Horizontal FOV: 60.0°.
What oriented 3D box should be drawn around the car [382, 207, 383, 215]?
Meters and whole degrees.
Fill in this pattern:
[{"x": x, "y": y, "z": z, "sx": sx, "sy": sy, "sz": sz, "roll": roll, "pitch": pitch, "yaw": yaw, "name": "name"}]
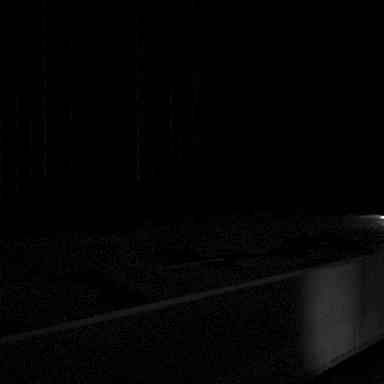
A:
[{"x": 19.439, "y": 1.432, "z": 30.751, "sx": 4.674, "sy": 1.442, "sz": 1.812, "roll": 0, "pitch": 0, "yaw": -35, "name": "car"}]
